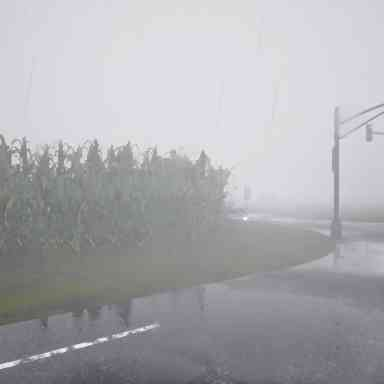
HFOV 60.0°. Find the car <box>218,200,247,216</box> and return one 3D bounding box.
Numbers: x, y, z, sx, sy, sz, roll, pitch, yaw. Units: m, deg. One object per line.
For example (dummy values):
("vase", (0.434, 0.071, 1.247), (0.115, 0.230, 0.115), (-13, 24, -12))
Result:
("car", (3.081, 1.501, 31.919), (2.033, 1.411, 5.357), (1, 0, -26))
